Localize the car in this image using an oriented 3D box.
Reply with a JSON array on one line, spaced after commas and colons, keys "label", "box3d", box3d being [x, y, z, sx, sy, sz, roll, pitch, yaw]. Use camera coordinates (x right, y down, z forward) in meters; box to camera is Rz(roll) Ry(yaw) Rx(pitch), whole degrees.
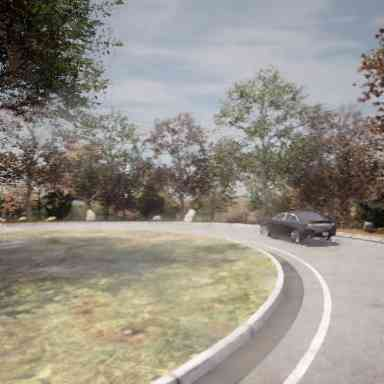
[{"label": "car", "box3d": [5.406, 1.771, 17.600, 2.128, 1.511, 4.902, 0, -1, -17]}]
